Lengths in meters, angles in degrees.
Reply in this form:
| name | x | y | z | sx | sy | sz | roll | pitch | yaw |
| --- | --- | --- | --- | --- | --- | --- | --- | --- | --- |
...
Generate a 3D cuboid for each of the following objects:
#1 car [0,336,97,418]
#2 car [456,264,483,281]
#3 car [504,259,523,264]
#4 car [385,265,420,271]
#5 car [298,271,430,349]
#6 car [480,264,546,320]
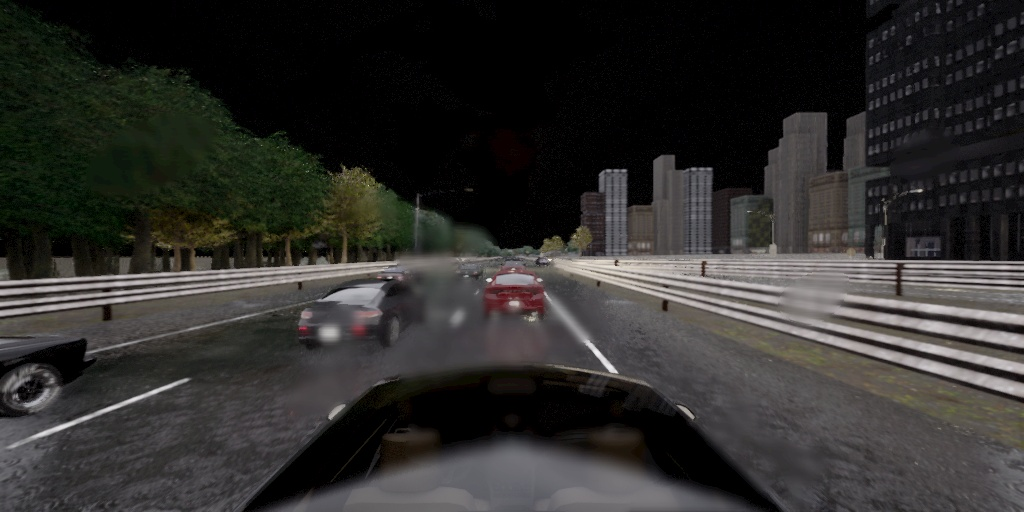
| name | x | y | z | sx | sy | sz | roll | pitch | yaw |
| --- | --- | --- | --- | --- | --- | --- | --- | --- | --- |
| car | -6.901 | 1.351 | 2.953 | 1.895 | 1.301 | 4.718 | 0 | 0 | 0 |
| car | -3.388 | 1.317 | 29.619 | 1.895 | 1.301 | 4.718 | 0 | 0 | 0 |
| car | 0.112 | 1.066 | 30.567 | 2.097 | 1.767 | 4.553 | 0 | 0 | 0 |
| car | -6.890 | 1.278 | 22.770 | 2.033 | 1.411 | 5.357 | 0 | 0 | 0 |
| car | -3.400 | 1.273 | 8.997 | 1.812 | 1.442 | 4.674 | 0 | 0 | 0 |
| car | 0.105 | 1.221 | 12.676 | 1.882 | 1.535 | 5.008 | 0 | 0 | 0 |
